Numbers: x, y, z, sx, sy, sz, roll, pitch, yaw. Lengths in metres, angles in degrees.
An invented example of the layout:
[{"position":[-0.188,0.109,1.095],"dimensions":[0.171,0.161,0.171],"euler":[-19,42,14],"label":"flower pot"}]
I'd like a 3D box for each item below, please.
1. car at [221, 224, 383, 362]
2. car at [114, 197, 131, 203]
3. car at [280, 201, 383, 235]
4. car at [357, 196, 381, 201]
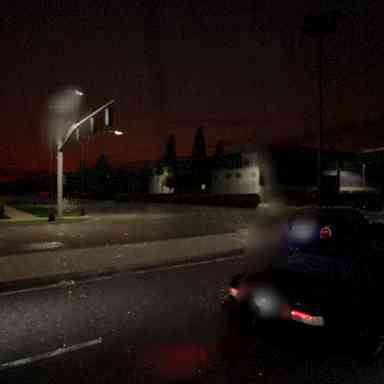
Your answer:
[{"position":[3.033,1.549,5.898],"dimensions":[5.357,1.411,2.033],"euler":[0,0,-34],"label":"car"},{"position":[-14.373,1.627,68.224],"dimensions":[1.895,1.301,4.718],"euler":[0,0,-33],"label":"car"},{"position":[5.270,1.355,12.013],"dimensions":[4.553,1.767,2.097],"euler":[0,0,-37],"label":"car"},{"position":[22.592,1.364,42.876],"dimensions":[4.553,1.767,2.097],"euler":[0,0,-34],"label":"car"}]
